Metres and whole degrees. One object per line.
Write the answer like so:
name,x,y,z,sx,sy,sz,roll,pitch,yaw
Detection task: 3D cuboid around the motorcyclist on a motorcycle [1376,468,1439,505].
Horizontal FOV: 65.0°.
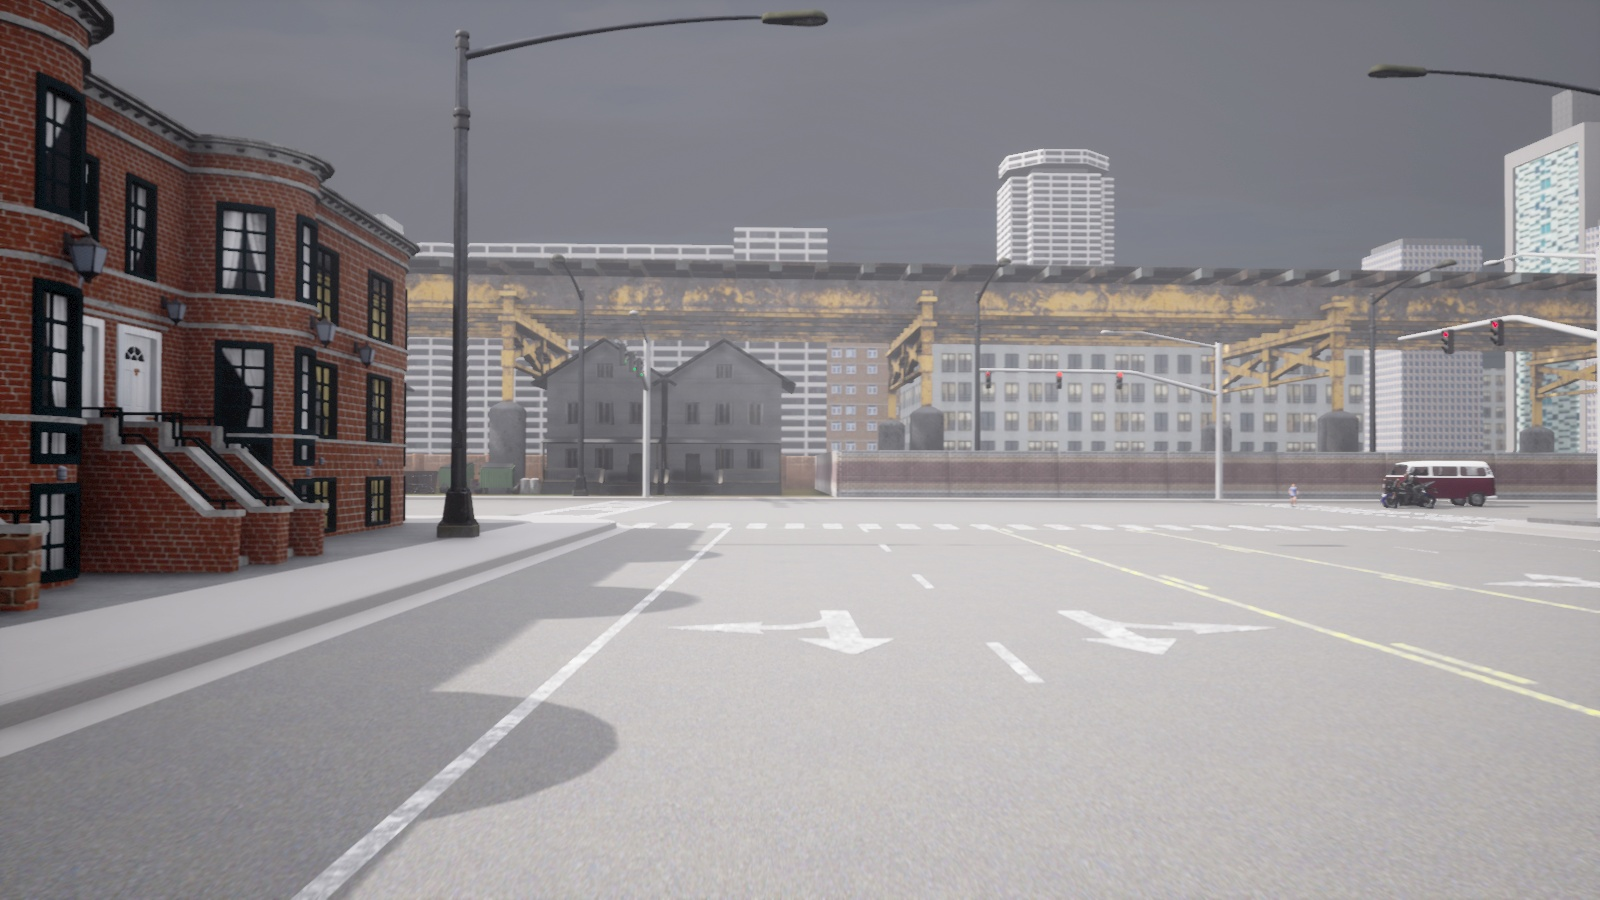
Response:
motorcyclist on a motorcycle,25.307,1.533,52.373,2.191,1.530,0.866,0,-1,0

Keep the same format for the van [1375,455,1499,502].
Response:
van,28.303,1.265,55.892,4.480,2.038,2.069,0,-1,0
